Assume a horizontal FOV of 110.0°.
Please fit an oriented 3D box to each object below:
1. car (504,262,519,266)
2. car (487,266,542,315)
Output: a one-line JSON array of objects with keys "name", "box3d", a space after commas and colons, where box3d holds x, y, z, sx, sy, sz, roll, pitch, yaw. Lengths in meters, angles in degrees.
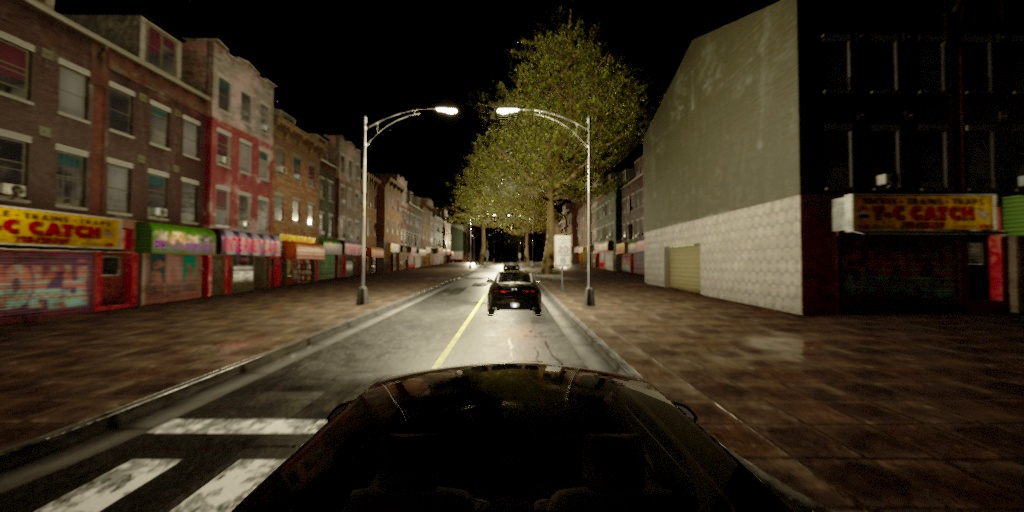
[{"name": "car", "box3d": [-0.052, 1.316, 40.697, 1.895, 1.301, 4.718, 0, 0, 0]}, {"name": "car", "box3d": [0.086, 1.307, 13.812, 1.837, 1.490, 4.892, 0, 0, 0]}]
